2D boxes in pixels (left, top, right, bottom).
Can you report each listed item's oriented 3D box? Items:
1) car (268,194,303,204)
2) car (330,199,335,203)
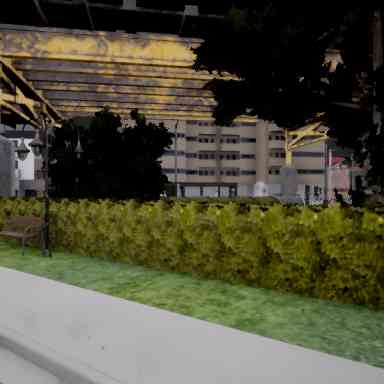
[{"bbox_3d":[8.538,1.220,33.915,5.566,2.045,2.150,0,0,-9],"label":"car"},{"bbox_3d":[14.840,1.352,31.216,4.553,1.767,2.097,0,0,-9],"label":"car"}]
